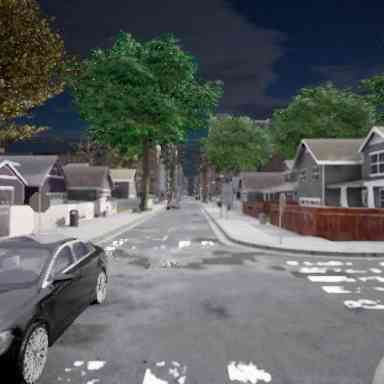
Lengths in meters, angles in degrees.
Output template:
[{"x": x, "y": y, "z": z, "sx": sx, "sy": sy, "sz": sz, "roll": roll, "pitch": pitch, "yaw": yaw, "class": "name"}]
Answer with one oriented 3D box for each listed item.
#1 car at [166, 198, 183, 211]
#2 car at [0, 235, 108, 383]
[{"x": -2.769, "y": 1.982, "z": 49.540, "sx": 1.994, "sy": 1.385, "sz": 4.181, "roll": 0, "pitch": 0, "yaw": 0, "class": "car"}, {"x": -2.749, "y": 1.537, "z": 5.433, "sx": 2.128, "sy": 1.511, "sz": 4.902, "roll": 0, "pitch": 0, "yaw": 0, "class": "car"}]
